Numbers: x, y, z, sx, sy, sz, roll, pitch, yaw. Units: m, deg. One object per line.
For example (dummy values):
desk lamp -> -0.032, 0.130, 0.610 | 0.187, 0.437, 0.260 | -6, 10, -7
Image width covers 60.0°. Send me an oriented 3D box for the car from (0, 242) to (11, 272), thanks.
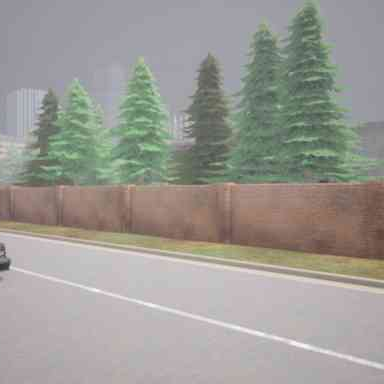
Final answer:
car -> -7.040, 1.531, 8.996 | 5.357, 1.411, 2.033 | 0, 0, 34
